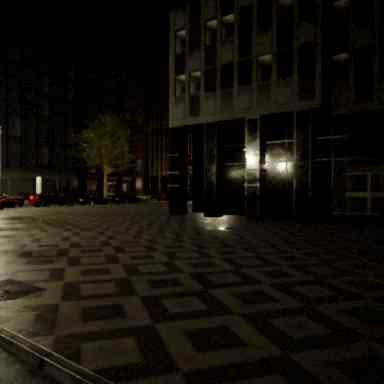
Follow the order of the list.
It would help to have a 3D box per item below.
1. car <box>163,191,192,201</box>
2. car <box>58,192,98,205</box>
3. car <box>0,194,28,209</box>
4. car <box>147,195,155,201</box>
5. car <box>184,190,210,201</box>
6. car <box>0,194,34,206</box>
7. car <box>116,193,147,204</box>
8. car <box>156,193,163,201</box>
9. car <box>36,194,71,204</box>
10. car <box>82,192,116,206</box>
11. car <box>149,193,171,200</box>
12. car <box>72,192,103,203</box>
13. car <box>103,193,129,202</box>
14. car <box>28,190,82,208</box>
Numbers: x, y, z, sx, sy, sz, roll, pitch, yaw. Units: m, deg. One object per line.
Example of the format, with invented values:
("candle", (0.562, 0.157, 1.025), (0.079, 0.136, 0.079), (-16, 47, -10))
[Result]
("car", (-2.255, 0.898, 54.579), (1.887, 1.381, 4.507), (0, 0, 35))
("car", (-15.502, 0.841, 45.507), (1.882, 1.535, 5.008), (0, 0, 35))
("car", (-18.248, 1.019, 31.361), (1.802, 1.307, 4.206), (1, 1, 35))
("car", (-9.369, 0.836, 59.279), (1.752, 1.417, 4.829), (1, 0, 35))
("car", (0.945, 0.657, 59.222), (2.192, 1.841, 5.009), (0, 0, 35))
("car", (-22.068, 0.939, 40.843), (1.947, 1.339, 4.313), (1, 1, 35))
("car", (-8.652, 0.948, 45.291), (1.947, 1.339, 4.313), (1, 0, 35))
("car", (-3.468, 0.688, 57.408), (2.097, 1.767, 4.553), (0, 0, 35))
("car", (-18.869, 0.937, 45.487), (1.802, 1.307, 4.206), (1, 1, 35))
("car", (-11.850, 0.964, 40.648), (1.947, 1.339, 4.313), (1, 0, 35))
("car", (-6.073, 0.864, 64.065), (1.947, 1.339, 4.313), (0, 0, 35))
("car", (-15.670, 0.778, 50.130), (1.967, 1.590, 4.097), (1, 1, 35))
("car", (-12.471, 0.906, 54.776), (1.802, 1.307, 4.206), (1, 0, 35))
("car", (-15.047, 0.731, 36.003), (2.192, 1.841, 5.009), (1, 0, 35))
